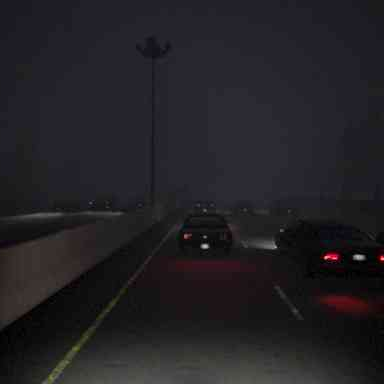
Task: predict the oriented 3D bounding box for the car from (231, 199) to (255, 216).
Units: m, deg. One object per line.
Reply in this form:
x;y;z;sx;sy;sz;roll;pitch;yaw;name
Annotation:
4.692;1.401;31.132;1.812;1.442;4.674;0;0;2;car

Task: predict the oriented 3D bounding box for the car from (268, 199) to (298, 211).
8.161;1.401;29.995;2.128;1.511;4.902;0;0;2;car

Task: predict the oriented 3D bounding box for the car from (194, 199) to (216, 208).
1.166;1.344;30.269;2.128;1.511;4.902;0;0;2;car

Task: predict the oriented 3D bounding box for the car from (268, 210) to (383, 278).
3.906;1.526;10.073;2.033;1.411;5.357;0;0;2;car

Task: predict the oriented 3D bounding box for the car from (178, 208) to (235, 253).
0.537;1.535;13.472;1.895;1.301;4.718;0;0;2;car
